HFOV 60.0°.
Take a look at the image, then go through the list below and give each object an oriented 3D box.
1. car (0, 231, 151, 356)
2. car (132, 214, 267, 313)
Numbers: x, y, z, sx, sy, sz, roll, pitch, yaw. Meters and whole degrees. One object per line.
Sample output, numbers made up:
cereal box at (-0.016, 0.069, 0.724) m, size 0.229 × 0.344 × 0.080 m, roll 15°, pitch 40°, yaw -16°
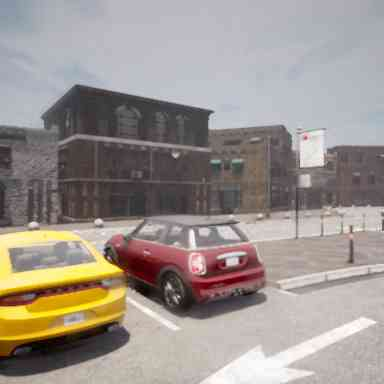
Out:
car at (-2.948, 1.476, 6.274) m, size 2.097 × 1.535 × 5.008 m, roll 0°, pitch 0°, yaw -36°
car at (-0.463, 1.335, 8.017) m, size 2.185 × 1.767 × 4.553 m, roll 0°, pitch 0°, yaw -36°
